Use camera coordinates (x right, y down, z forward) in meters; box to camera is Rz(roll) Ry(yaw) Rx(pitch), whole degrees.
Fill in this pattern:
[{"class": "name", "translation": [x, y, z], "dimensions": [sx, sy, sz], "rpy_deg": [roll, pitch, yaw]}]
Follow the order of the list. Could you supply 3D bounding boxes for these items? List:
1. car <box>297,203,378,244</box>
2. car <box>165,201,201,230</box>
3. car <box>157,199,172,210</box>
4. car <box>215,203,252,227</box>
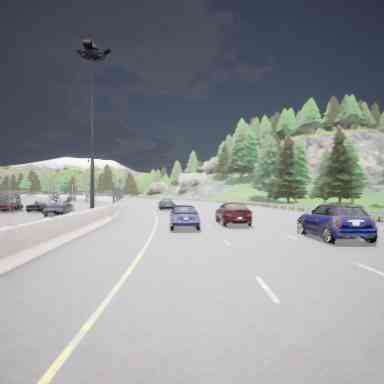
[{"class": "car", "translation": [6.761, 1.353, 16.010], "dimensions": [2.097, 1.767, 4.553], "rpy_deg": [0, 0, -3]}, {"class": "car", "translation": [-0.535, 1.548, 21.267], "dimensions": [2.033, 1.411, 5.357], "rpy_deg": [0, 0, -4]}, {"class": "car", "translation": [-3.281, 1.565, 42.353], "dimensions": [1.994, 1.385, 4.181], "rpy_deg": [0, 0, -10]}, {"class": "car", "translation": [2.790, 1.479, 23.147], "dimensions": [1.882, 1.535, 5.008], "rpy_deg": [0, 0, -4]}]
